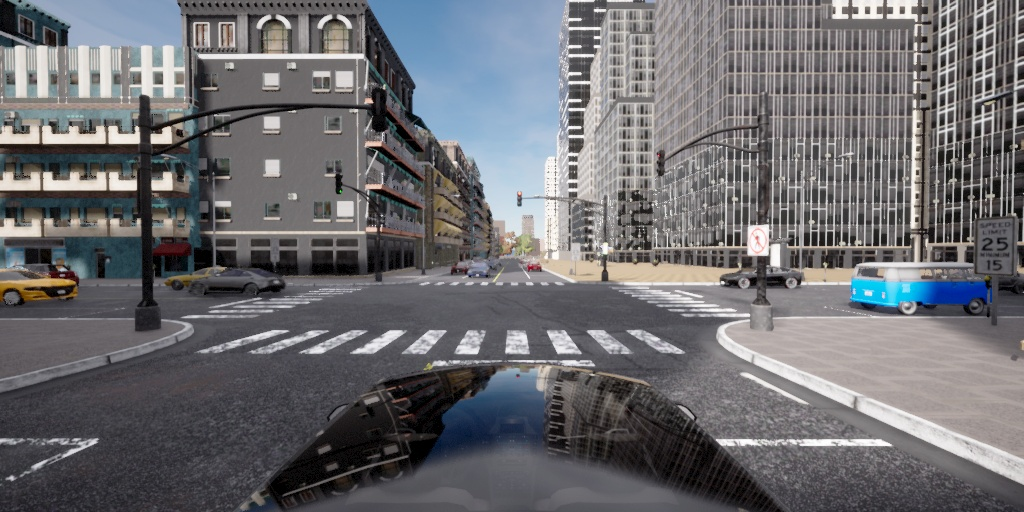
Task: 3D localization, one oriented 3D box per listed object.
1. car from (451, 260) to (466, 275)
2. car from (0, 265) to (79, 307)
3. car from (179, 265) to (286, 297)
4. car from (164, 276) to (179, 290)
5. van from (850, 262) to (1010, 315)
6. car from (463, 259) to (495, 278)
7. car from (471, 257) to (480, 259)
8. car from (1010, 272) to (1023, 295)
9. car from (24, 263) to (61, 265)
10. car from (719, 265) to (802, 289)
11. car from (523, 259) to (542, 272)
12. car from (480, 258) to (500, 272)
[{"bbox_3d":[-5.588,1.288,39.420,1.888,1.381,4.507,0,0,0],"label":"car"},{"bbox_3d":[-22.059,1.297,15.573,5.008,1.535,1.882,0,1,0],"label":"car"},{"bbox_3d":[-14.215,1.317,18.652,4.181,1.385,1.994,0,1,2],"label":"car"},{"bbox_3d":[-17.829,1.246,21.371,4.829,1.417,1.751,0,0,0],"label":"car"},{"bbox_3d":[14.719,1.117,12.954,3.998,1.789,1.690,0,0,0],"label":"van"},{"bbox_3d":[-3.012,1.291,33.969,2.033,1.411,5.357,0,0,0],"label":"car"},{"bbox_3d":[-5.572,1.183,45.069,1.967,1.591,4.097,0,0,0],"label":"car"},{"bbox_3d":[24.057,1.218,18.722,5.357,1.411,2.033,0,1,0],"label":"car"},{"bbox_3d":[-28.727,1.189,21.383,4.097,1.591,1.967,0,0,0],"label":"car"},{"bbox_3d":[14.729,1.215,21.334,4.313,1.339,1.948,0,0,0],"label":"car"},{"bbox_3d":[2.776,1.288,45.103,1.888,1.381,4.507,0,0,0],"label":"car"},{"bbox_3d":[-2.972,1.308,46.307,1.994,1.385,4.181,0,0,0],"label":"car"}]
